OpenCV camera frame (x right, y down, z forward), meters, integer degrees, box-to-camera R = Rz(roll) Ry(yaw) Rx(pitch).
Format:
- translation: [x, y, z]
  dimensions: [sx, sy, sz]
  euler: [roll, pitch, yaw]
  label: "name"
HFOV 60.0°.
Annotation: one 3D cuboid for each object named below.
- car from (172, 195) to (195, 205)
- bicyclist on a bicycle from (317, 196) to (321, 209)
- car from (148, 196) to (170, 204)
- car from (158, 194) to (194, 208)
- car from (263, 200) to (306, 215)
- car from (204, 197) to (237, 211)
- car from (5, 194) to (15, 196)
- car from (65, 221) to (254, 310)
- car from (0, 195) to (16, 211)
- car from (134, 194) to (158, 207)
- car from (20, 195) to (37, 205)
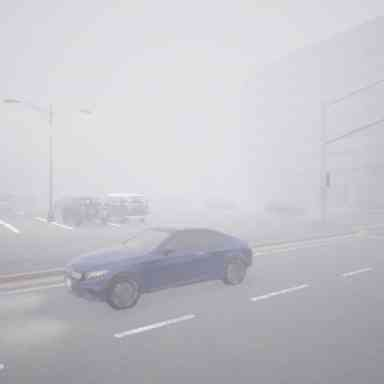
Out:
- translation: [-1.573, 1.408, 61.855]
  dimensions: [2.097, 1.767, 4.553]
  euler: [0, 0, -35]
  label: "car"
- translation: [16.570, 1.356, 42.879]
  dimensions: [1.656, 1.620, 0.582]
  euler: [0, 0, -35]
  label: "bicyclist on a bicycle"
- translation: [-6.941, 1.602, 69.385]
  dimensions: [2.033, 1.411, 5.357]
  euler: [0, 0, -35]
  label: "car"
- translation: [-2.495, 1.277, 50.746]
  dimensions: [2.150, 2.045, 5.566]
  euler: [0, 0, -36]
  label: "car"
- translation: [9.356, 1.581, 34.107]
  dimensions: [1.812, 1.442, 4.674]
  euler: [0, 0, -36]
  label: "car"
- translation: [3.599, 1.407, 42.168]
  dimensions: [2.097, 1.767, 4.553]
  euler: [0, 0, -35]
  label: "car"
- translation: [-29.620, 1.212, 53.761]
  dimensions: [1.905, 1.878, 3.866]
  euler: [0, 0, -35]
  label: "car"
- translation: [-0.535, 1.526, 7.923]
  dimensions: [4.674, 1.442, 1.812]
  euler: [0, 0, -36]
  label: "car"
- translation: [-21.753, 1.451, 37.932]
  dimensions: [1.970, 1.475, 3.806]
  euler: [0, 0, -35]
  label: "car"
- translation: [-8.871, 1.547, 66.054]
  dimensions: [2.128, 1.511, 4.902]
  euler: [0, 0, -35]
  label: "car"
- translation: [-27.224, 1.209, 55.386]
  dimensions: [1.932, 1.855, 4.605]
  euler: [0, 0, -35]
  label: "car"
